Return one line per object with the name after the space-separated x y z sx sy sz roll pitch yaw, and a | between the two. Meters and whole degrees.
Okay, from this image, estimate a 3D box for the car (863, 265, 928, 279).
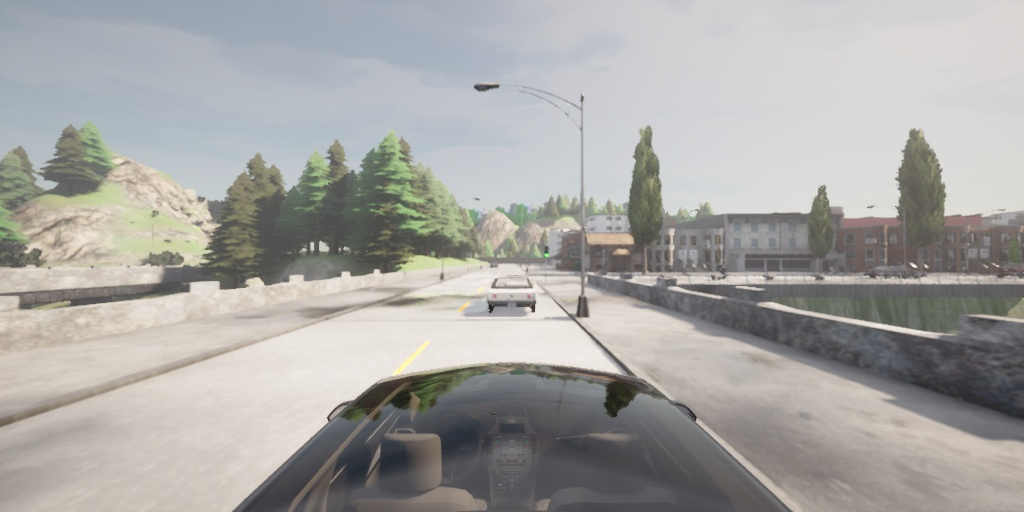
40.308 1.699 37.862 5.357 1.411 2.033 0 -1 0 | car

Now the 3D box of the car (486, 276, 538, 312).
0.017 1.500 15.082 1.895 1.301 4.718 0 -1 0 | car
